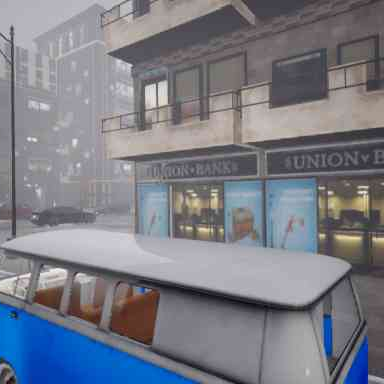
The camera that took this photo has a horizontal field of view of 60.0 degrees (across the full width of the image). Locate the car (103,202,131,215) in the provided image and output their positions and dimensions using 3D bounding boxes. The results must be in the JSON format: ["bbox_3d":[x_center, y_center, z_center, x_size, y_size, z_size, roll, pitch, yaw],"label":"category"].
[{"bbox_3d":[-8.644,1.798,36.426,1.947,1.339,4.313,-2,-1,36],"label":"car"}]

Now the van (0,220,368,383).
[{"bbox_3d":[-0.479,1.342,3.202,3.998,1.788,1.690,0,-1,36],"label":"van"}]

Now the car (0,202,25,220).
[{"bbox_3d":[-15.324,1.608,27.343,1.967,1.590,4.097,-2,-1,36],"label":"car"}]

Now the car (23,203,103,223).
[{"bbox_3d":[-8.573,1.583,22.375,1.947,1.339,4.313,-2,-1,36],"label":"car"}]
